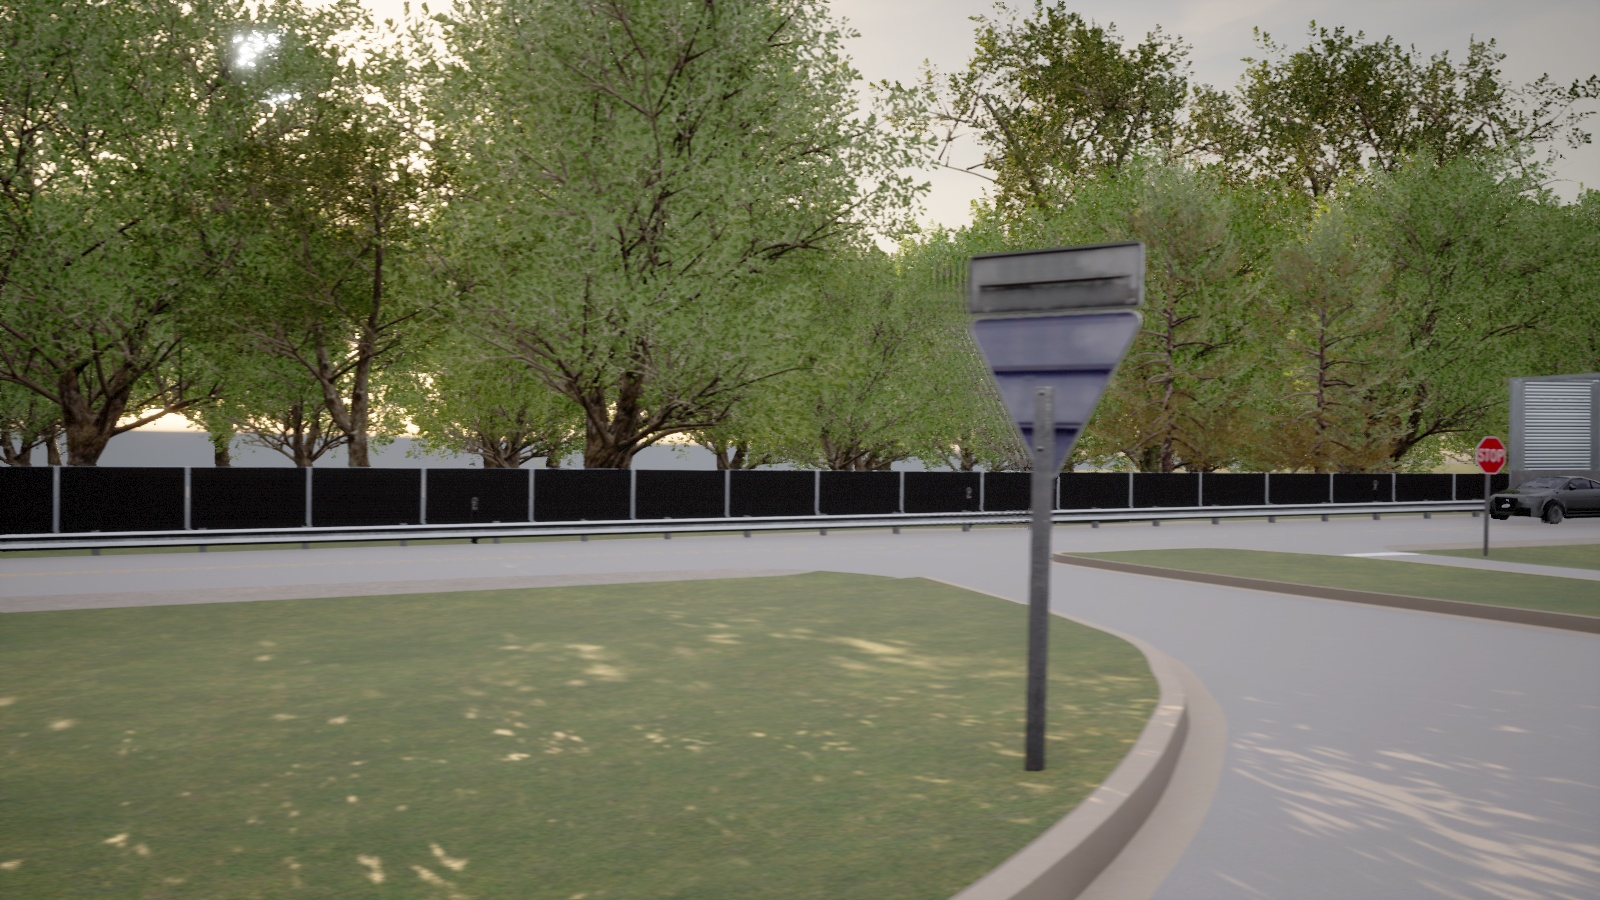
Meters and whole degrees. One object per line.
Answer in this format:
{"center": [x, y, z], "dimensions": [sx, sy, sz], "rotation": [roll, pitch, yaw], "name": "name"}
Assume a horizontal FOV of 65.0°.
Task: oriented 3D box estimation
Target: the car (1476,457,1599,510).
{"center": [22.853, 0.978, 37.870], "dimensions": [4.181, 1.385, 1.994], "rotation": [-1, 1, -19], "name": "car"}
